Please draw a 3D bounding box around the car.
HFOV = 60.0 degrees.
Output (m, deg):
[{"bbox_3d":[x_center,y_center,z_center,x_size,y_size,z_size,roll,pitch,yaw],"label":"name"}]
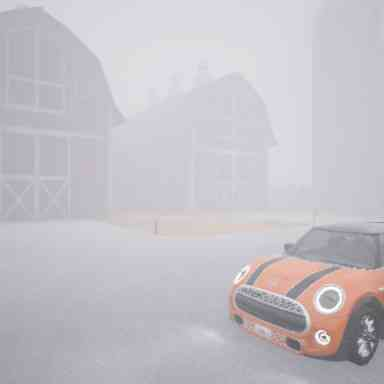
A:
[{"bbox_3d":[2.831,1.376,5.991,4.553,1.767,2.097,0,0,-35],"label":"car"}]
